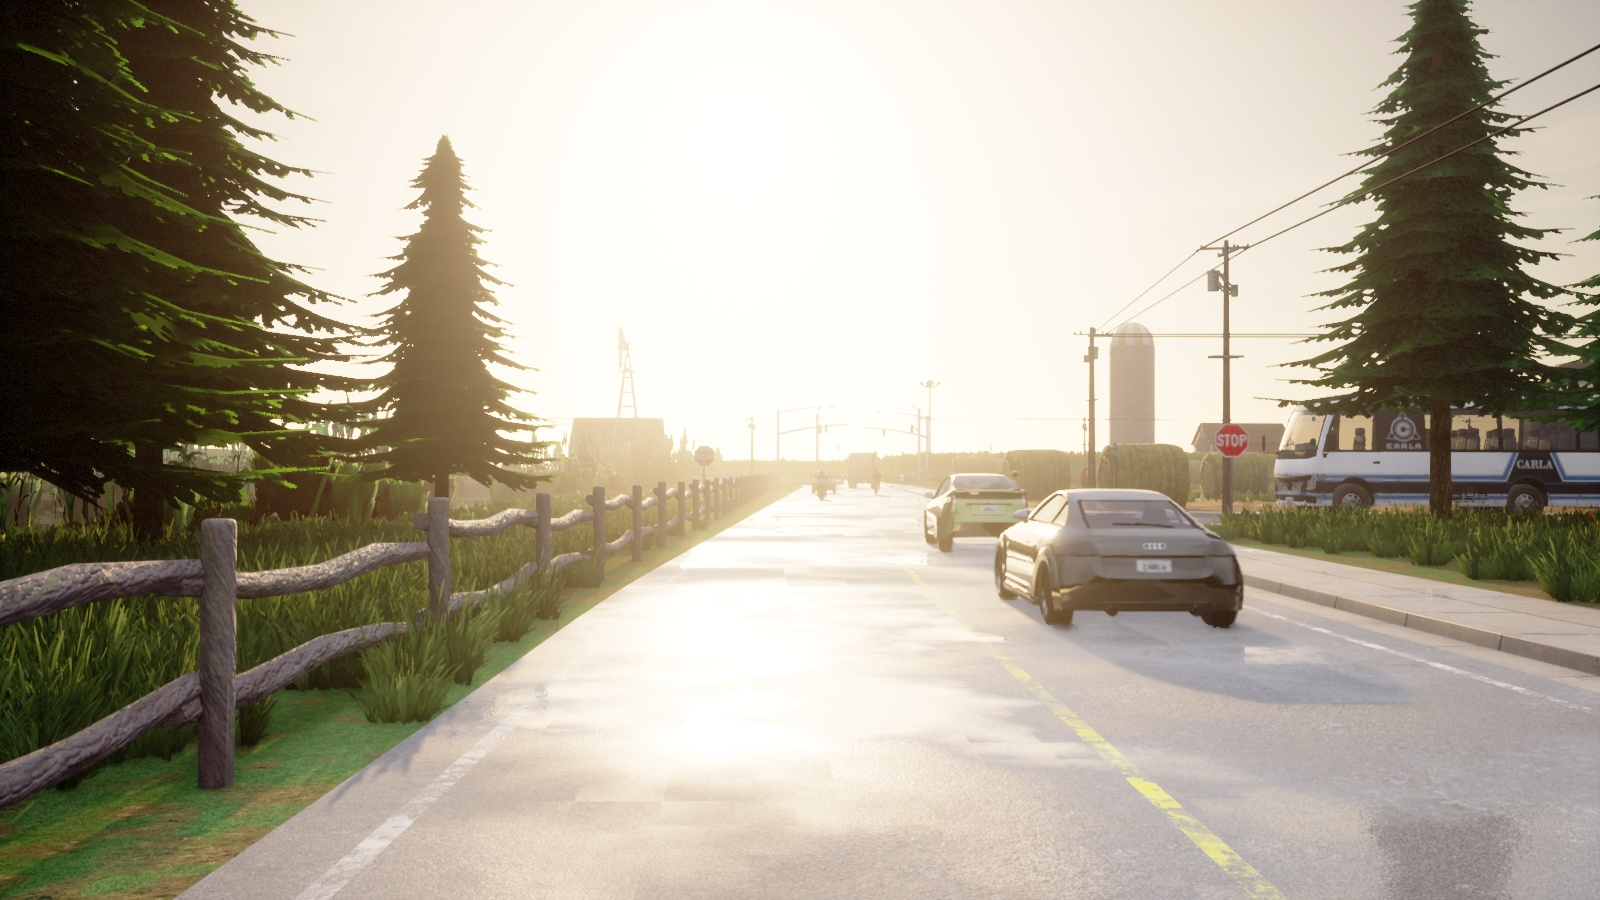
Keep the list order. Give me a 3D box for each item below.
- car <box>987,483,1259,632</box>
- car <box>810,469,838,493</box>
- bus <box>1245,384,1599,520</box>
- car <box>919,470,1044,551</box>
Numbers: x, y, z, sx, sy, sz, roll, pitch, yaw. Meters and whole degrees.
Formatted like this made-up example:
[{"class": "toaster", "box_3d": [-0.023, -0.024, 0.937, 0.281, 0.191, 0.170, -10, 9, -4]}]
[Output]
[{"class": "car", "box_3d": [3.434, 1.097, 14.235, 1.994, 1.385, 4.181, 0, -1, 0]}, {"class": "car", "box_3d": [1.696, 2.174, 87.919, 1.851, 1.617, 3.988, 0, -1, 1]}, {"class": "bus", "box_3d": [20.602, 0.082, 41.647, 10.273, 4.253, 3.944, 0, -1, -1]}, {"class": "car", "box_3d": [3.634, 1.174, 25.935, 2.007, 1.525, 4.514, 0, -1, 1]}]
